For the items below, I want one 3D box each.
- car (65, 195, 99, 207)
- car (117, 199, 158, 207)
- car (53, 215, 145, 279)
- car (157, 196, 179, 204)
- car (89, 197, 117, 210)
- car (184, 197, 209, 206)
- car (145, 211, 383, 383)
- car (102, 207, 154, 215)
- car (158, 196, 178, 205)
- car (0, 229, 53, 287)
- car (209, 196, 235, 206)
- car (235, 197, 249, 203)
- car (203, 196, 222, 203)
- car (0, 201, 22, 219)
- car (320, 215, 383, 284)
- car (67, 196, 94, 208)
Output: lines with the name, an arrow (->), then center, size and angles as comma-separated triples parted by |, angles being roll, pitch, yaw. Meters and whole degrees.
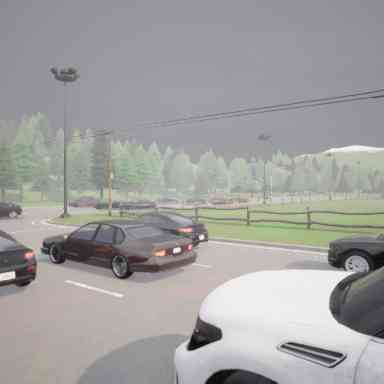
car -> -16.671, 1.351, 50.644 | 2.097, 1.767, 4.553 | 0, 0, 37
car -> -6.635, 1.564, 40.698 | 1.994, 1.385, 4.181 | 0, 0, 37
car -> -2.404, 1.547, 10.064 | 5.357, 1.411, 2.033 | 0, 0, 37
car -> -4.730, 1.525, 66.376 | 1.812, 1.442, 4.674 | 0, 0, 38
car -> -10.108, 1.601, 41.902 | 1.895, 1.301, 4.718 | 0, 0, 36
car -> 0.432, 1.564, 55.879 | 1.994, 1.385, 4.181 | 0, 0, 37
car -> 2.493, 1.221, 2.176 | 5.566, 2.045, 2.150 | 0, 0, 36
car -> -1.491, 1.526, 13.751 | 4.674, 1.442, 1.812 | 0, 0, 36
car -> -5.043, 1.564, 60.230 | 1.994, 1.385, 4.181 | 0, 0, 37
car -> -5.565, 1.526, 8.058 | 4.674, 1.442, 1.812 | 0, 0, 36
car -> 4.836, 1.600, 55.907 | 1.895, 1.301, 4.718 | 0, 0, 37
car -> 9.848, 1.601, 68.208 | 1.895, 1.301, 4.718 | 0, 0, 37
car -> 4.540, 1.515, 72.795 | 1.812, 1.442, 4.674 | 0, 0, 37
car -> -16.221, 1.505, 26.661 | 1.837, 1.490, 4.892 | 0, 0, 32
car -> 6.041, 1.478, 8.253 | 5.008, 1.535, 1.882 | 0, 0, 36
car -> -14.882, 1.564, 47.197 | 1.994, 1.385, 4.181 | 0, 0, 37
